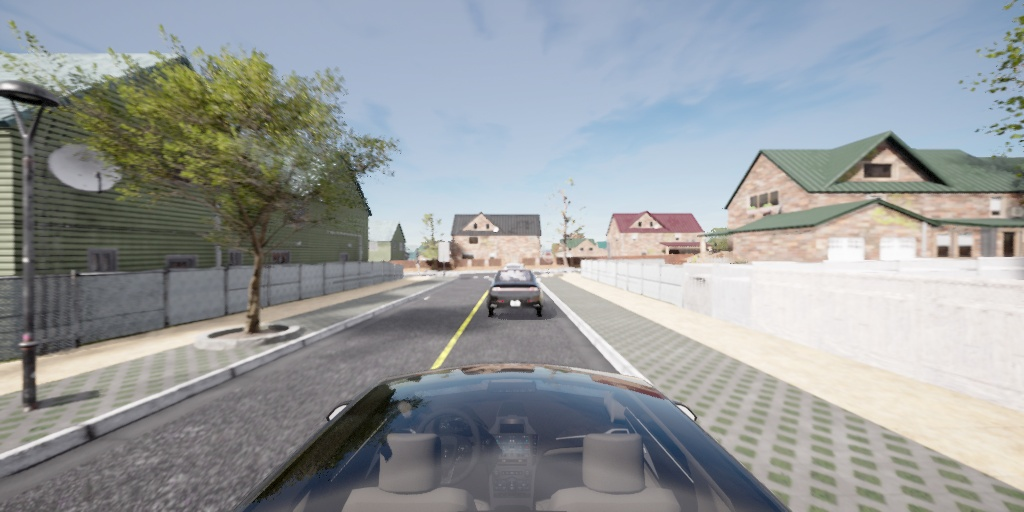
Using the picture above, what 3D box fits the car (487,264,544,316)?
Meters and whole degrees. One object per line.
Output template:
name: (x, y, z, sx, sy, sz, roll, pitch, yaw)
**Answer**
car: (0.104, 1.239, 13.385, 2.128, 1.511, 4.902, 0, 0, 0)
